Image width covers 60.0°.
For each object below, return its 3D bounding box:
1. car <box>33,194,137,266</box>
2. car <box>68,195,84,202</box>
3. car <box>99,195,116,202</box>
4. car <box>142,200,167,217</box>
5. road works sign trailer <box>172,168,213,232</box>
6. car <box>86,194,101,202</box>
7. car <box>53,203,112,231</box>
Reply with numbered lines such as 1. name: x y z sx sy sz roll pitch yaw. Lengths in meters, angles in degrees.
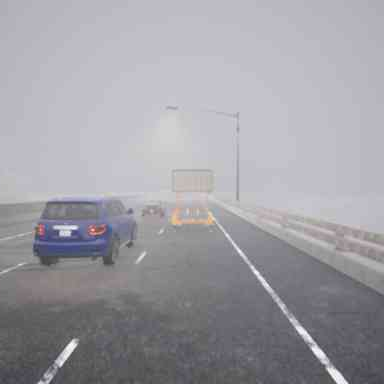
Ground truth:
1. car: -3.376 1.188 11.559 2.150 2.045 5.566 0 0 0
2. car: -24.350 1.296 70.029 1.812 1.442 4.674 0 0 0
3. car: -17.353 1.309 68.556 2.033 1.411 5.357 0 0 0
4. car: -3.336 1.436 29.835 1.812 1.442 4.674 0 0 0
5. road works sign trailer: 0.042 0.406 19.707 2.380 3.560 2.880 0 0 0
6. car: -20.849 1.260 70.437 1.812 1.442 4.674 0 0 0
7. car: -6.855 1.484 21.517 2.033 1.411 5.357 0 0 0
